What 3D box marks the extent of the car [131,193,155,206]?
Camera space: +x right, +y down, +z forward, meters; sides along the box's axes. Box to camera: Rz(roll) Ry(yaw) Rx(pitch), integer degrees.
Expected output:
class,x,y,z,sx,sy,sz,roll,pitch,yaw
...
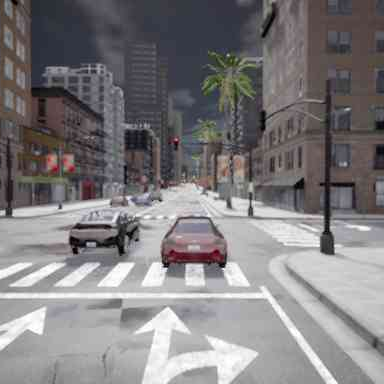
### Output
class,x,y,z,sx,sy,sz,roll,pitch,yaw
car,-6.598,1.236,45.178,1.812,1.442,4.674,0,1,0

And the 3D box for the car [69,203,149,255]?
class,x,y,z,sx,sy,sz,roll,pitch,yaw
car,-3.181,1.422,12.947,2.128,1.511,4.902,0,1,0

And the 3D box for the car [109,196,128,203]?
class,x,y,z,sx,sy,sz,roll,pitch,yaw
car,-9.845,1.237,45.093,1.812,1.442,4.674,0,1,0

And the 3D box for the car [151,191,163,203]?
class,x,y,z,sx,sy,sz,roll,pitch,yaw
car,-6.553,0.822,60.341,2.150,2.045,5.566,0,0,1

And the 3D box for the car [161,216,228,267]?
class,x,y,z,sx,sy,sz,roll,pitch,yaw
car,0.072,1.497,11.209,1.994,1.385,4.181,0,0,0
